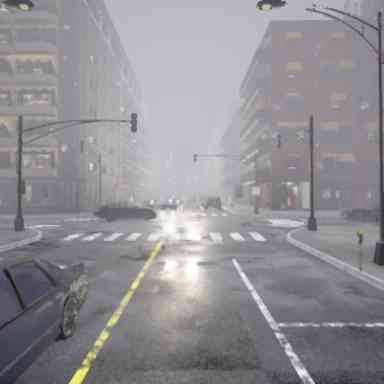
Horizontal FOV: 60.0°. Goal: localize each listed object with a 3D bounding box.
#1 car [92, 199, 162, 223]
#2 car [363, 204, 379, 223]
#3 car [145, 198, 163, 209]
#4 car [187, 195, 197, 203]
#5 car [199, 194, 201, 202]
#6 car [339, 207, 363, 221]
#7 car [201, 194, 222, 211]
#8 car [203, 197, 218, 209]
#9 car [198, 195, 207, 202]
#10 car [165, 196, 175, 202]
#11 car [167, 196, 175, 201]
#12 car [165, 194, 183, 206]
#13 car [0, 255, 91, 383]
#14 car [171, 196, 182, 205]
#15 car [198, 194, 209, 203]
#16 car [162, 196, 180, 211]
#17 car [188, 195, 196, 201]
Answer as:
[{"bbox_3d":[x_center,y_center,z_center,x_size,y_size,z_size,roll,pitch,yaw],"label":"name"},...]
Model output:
[{"bbox_3d":[-5.196,1.521,25.824,4.902,1.511,2.128,0,-1,-28],"label":"car"},{"bbox_3d":[13.744,1.430,21.090,4.403,1.369,2.008,0,-1,0],"label":"car"},{"bbox_3d":[-5.300,1.565,46.887,1.947,1.339,4.313,1,0,0],"label":"car"},{"bbox_3d":[0.000,1.592,71.371,1.994,1.385,4.181,0,0,0],"label":"car"},{"bbox_3d":[2.583,1.318,52.496,2.192,1.841,5.009,1,0,0],"label":"car"},{"bbox_3d":[14.355,1.590,26.502,4.718,1.301,1.895,0,-1,-2],"label":"car"},{"bbox_3d":[2.585,1.313,41.371,2.192,1.841,5.009,1,0,0],"label":"car"},{"bbox_3d":[2.581,1.525,47.101,1.752,1.417,4.829,1,0,0],"label":"car"},{"bbox_3d":[2.578,1.527,80.294,1.967,1.590,4.097,1,0,0],"label":"car"},{"bbox_3d":[-5.303,1.638,80.258,2.008,1.369,4.403,1,0,0],"label":"car"},{"bbox_3d":[-5.303,1.639,85.650,1.752,1.417,4.829,1,0,0],"label":"car"},{"bbox_3d":[-2.827,1.528,51.448,1.812,1.442,4.674,0,0,0],"label":"car"},{"bbox_3d":[-2.777,1.547,3.800,2.033,1.411,5.357,0,0,1],"label":"car"},{"bbox_3d":[-2.759,1.544,61.650,1.812,1.442,4.674,0,0,0],"label":"car"},{"bbox_3d":[2.580,1.375,74.730,2.192,1.841,5.009,1,0,0],"label":"car"},{"bbox_3d":[-2.844,1.562,41.558,1.994,1.385,4.181,0,0,0],"label":"car"},{"bbox_3d":[0.000,1.463,81.381,2.033,1.411,5.357,0,0,0],"label":"car"}]
